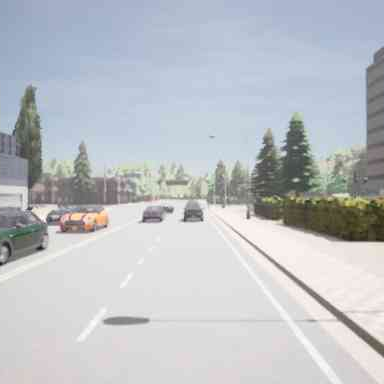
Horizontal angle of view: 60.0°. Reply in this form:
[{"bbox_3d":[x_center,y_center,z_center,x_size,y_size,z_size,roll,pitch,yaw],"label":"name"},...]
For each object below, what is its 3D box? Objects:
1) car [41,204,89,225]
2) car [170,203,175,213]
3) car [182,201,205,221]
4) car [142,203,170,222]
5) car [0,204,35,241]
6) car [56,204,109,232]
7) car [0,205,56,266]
[{"bbox_3d":[-10.515,1.850,28.087,2.128,1.511,4.902,0,-1,1],"label":"car"},{"bbox_3d":[-3.405,2.183,45.254,1.895,1.301,4.718,0,-1,1],"label":"car"},{"bbox_3d":[0.134,1.919,31.959,1.837,1.490,4.892,0,0,0],"label":"car"},{"bbox_3d":[-3.451,1.943,30.799,2.033,1.411,5.357,0,-1,0],"label":"car"},{"bbox_3d":[-10.570,1.579,17.831,2.097,1.767,4.553,0,-1,0],"label":"car"},{"bbox_3d":[-7.056,1.637,22.269,2.097,1.767,4.553,0,-1,0],"label":"car"},{"bbox_3d":[-7.084,1.507,12.155,2.097,1.767,4.553,0,-1,0],"label":"car"}]
